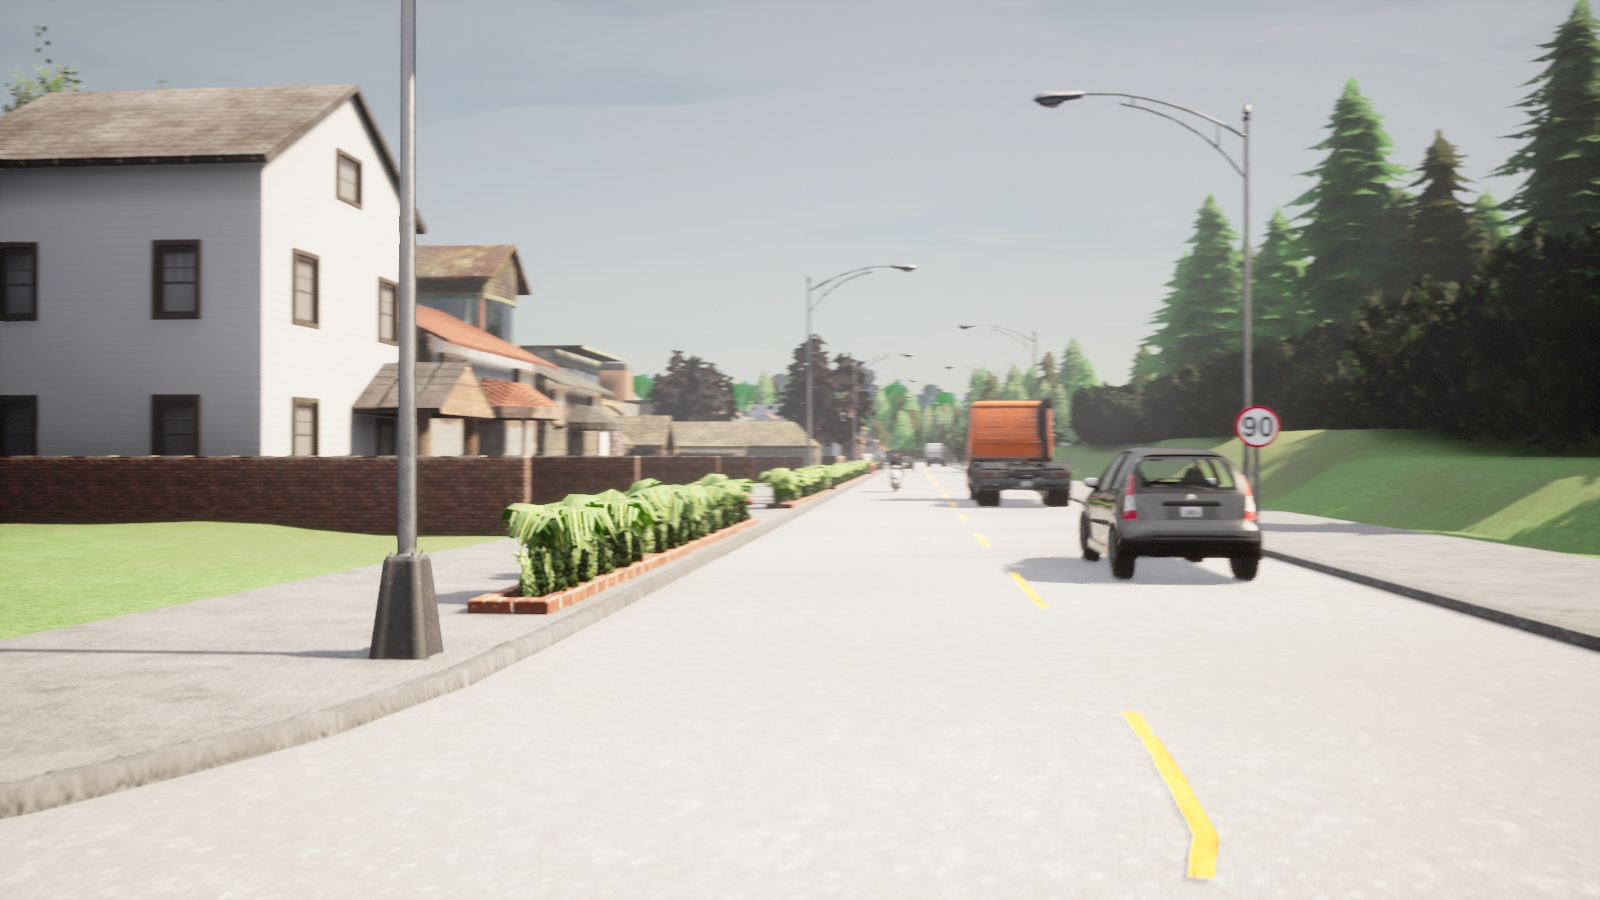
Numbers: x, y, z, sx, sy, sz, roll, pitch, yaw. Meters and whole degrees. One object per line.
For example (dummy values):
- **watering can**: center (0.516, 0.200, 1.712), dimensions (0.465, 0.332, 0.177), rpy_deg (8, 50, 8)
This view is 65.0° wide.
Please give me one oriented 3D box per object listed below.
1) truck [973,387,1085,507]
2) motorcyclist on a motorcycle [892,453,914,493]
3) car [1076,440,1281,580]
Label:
- **truck**: center (7.157, -0.063, 40.260), dimensions (2.891, 3.462, 7.936), rpy_deg (0, 0, 6)
- **motorcyclist on a motorcycle**: center (4.255, 0.941, 51.614), dimensions (0.866, 1.590, 1.817), rpy_deg (0, 0, 6)
- **car**: center (4.847, 0.707, 16.635), dimensions (1.851, 1.617, 3.988), rpy_deg (0, 0, 6)
